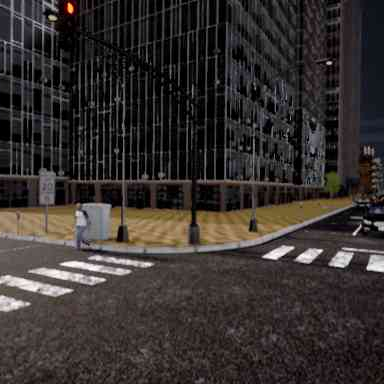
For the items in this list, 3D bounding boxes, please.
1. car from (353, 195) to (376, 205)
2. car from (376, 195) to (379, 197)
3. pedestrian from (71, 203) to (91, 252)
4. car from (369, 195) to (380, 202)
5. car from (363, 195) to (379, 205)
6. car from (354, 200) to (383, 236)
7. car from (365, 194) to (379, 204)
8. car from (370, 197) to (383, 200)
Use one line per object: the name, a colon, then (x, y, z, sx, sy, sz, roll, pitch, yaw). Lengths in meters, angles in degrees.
car: (19.778, 1.322, 38.404, 2.008, 1.369, 4.403, 1, 1, 31)
car: (20.317, 1.303, 34.313, 1.882, 1.535, 5.008, 1, 1, 31)
pedestrian: (-4.078, 1.208, 12.276, 0.375, 1.860, 0.375, 1, 2, 30)
car: (36.938, 1.230, 67.243, 1.802, 1.307, 4.206, 1, 1, 31)
car: (28.414, 1.262, 52.790, 2.008, 1.369, 4.403, 1, 1, 31)
car: (9.885, 1.389, 17.116, 2.128, 1.511, 4.902, 1, 1, 31)
car: (31.253, 1.130, 57.606, 1.967, 1.590, 4.097, 1, 1, 31)
car: (14.862, 1.389, 25.358, 1.812, 1.442, 4.674, 1, 1, 31)
